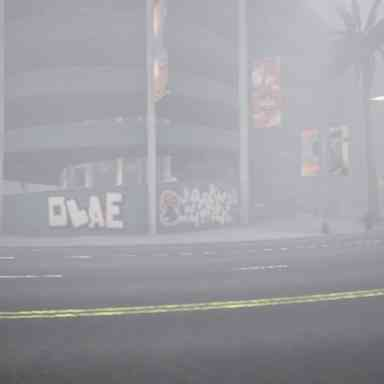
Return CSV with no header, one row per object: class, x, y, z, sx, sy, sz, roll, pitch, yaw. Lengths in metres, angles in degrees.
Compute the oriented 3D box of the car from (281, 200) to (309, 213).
car,15.272,2.165,49.102,5.566,2.045,2.435,1,-2,-45
